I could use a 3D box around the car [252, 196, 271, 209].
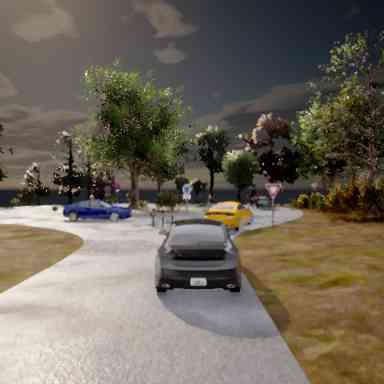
[{"bbox_3d":[8.110,1.223,40.422,2.128,1.511,4.902,0,0,-6],"label":"car"}]

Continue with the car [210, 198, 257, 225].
[{"bbox_3d":[2.318,1.344,19.967,1.882,1.535,5.008,0,1,22],"label":"car"}]

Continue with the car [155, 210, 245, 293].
[{"bbox_3d":[0.155,1.445,8.699,1.837,1.490,4.892,0,0,1],"label":"car"}]

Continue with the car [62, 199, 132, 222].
[{"bbox_3d":[-6.884,1.316,24.261,5.008,1.535,1.882,0,0,8],"label":"car"}]
